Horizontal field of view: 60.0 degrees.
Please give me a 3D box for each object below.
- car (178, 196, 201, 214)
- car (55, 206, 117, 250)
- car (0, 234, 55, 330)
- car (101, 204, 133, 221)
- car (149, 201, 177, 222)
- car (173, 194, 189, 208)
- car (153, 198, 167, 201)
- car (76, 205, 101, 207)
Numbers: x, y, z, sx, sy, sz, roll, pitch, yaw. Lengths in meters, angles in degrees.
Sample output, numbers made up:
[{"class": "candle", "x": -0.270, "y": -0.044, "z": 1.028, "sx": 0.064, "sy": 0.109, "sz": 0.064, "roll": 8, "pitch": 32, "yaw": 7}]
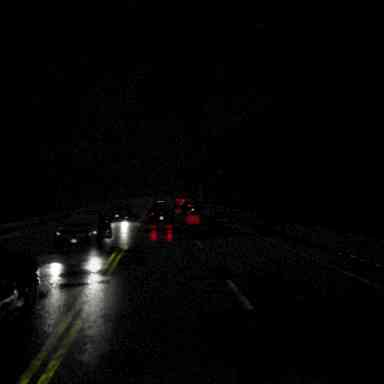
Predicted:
[{"class": "car", "x": -0.133, "y": 1.496, "z": 35.326, "sx": 1.837, "sy": 1.490, "sz": 4.892, "roll": -1, "pitch": 0, "yaw": -5}, {"class": "car", "x": -4.780, "y": 1.613, "z": 15.154, "sx": 1.812, "sy": 1.442, "sz": 4.674, "roll": -1, "pitch": 0, "yaw": -6}, {"class": "car", "x": -3.749, "y": 1.599, "z": 4.886, "sx": 1.812, "sy": 1.442, "sz": 4.674, "roll": -1, "pitch": 0, "yaw": -6}, {"class": "car", "x": -6.037, "y": 1.674, "z": 27.880, "sx": 1.994, "sy": 1.385, "sz": 4.181, "roll": -1, "pitch": 0, "yaw": -5}, {"class": "car", "x": -2.483, "y": 1.637, "z": 26.835, "sx": 1.895, "sy": 1.301, "sz": 4.718, "roll": -1, "pitch": 0, "yaw": -6}, {"class": "car", "x": -1.416, "y": 1.249, "z": 47.913, "sx": 2.150, "sy": 2.045, "sz": 5.566, "roll": -1, "pitch": 0, "yaw": -5}, {"class": "car", "x": -4.774, "y": 1.586, "z": 49.621, "sx": 2.128, "sy": 1.511, "sz": 4.902, "roll": -1, "pitch": 0, "yaw": -6}, {"class": "car", "x": -9.573, "y": 1.394, "z": 31.304, "sx": 1.895, "sy": 1.301, "sz": 4.718, "roll": -1, "pitch": 0, "yaw": -6}]
